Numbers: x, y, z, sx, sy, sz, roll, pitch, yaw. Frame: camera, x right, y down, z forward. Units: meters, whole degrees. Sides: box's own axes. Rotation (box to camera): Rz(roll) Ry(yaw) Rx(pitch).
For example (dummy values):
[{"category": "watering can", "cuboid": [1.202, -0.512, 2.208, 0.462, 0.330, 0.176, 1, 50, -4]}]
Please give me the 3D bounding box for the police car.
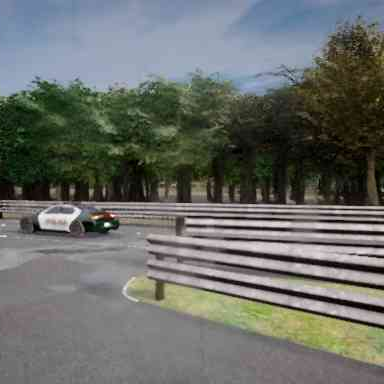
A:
[{"category": "police car", "cuboid": [-5.993, 1.267, 15.874, 4.974, 1.542, 2.038, 0, 0, 24]}]
